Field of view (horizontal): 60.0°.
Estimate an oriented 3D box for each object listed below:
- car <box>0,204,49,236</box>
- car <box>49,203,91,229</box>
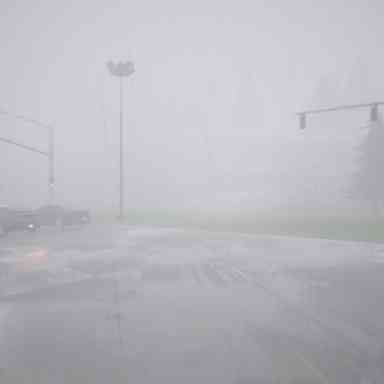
[{"bbox_3d":[-10.431,1.496,18.257,4.892,1.490,1.837,0,0,28],"label":"car"},{"bbox_3d":[-8.732,1.462,21.317,5.008,1.535,1.882,0,0,28],"label":"car"}]
